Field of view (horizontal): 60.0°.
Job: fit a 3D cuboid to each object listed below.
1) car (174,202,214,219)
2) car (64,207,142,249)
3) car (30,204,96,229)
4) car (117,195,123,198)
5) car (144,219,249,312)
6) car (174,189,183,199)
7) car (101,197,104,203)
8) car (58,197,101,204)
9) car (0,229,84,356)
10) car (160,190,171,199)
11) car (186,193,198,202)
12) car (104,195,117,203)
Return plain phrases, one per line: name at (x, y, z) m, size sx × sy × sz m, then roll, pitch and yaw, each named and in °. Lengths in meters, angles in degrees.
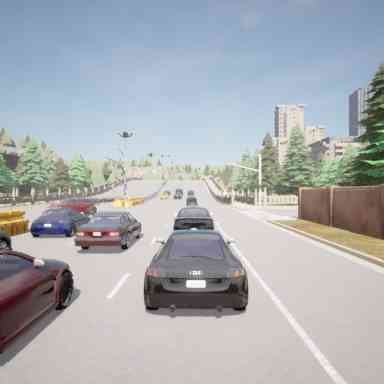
car at (0.084, 1.478, 16.770) m, size 1.882 × 1.535 × 5.008 m, roll 0°, pitch 0°, yaw 0°
car at (-3.408, 1.547, 14.412) m, size 2.033 × 1.411 × 5.357 m, roll 0°, pitch 0°, yaw 0°
car at (-6.918, 1.564, 17.972) m, size 1.994 × 1.385 × 4.181 m, roll 0°, pitch 0°, yaw 0°
car at (-17.640, 1.477, 78.954) m, size 1.895 × 1.301 × 4.718 m, roll 0°, pitch 1°, yaw 0°
car at (0.088, 1.564, 7.780) m, size 1.994 × 1.385 × 4.181 m, roll 0°, pitch 0°, yaw 1°
car at (-3.692, 0.903, 86.930) m, size 2.097 × 1.767 × 4.553 m, roll 0°, pitch 3°, yaw 0°
car at (-17.617, 1.564, 58.642) m, size 1.994 × 1.385 × 4.181 m, roll 0°, pitch 0°, yaw 0°
car at (-11.317, 1.352, 30.962) m, size 2.097 × 1.767 × 4.553 m, roll 0°, pitch 0°, yaw 41°
car at (-3.410, 1.564, 5.163) m, size 1.994 × 1.385 × 4.181 m, roll 0°, pitch 0°, yaw 0°
car at (-7.192, 1.024, 86.944) m, size 1.882 × 1.535 × 5.008 m, roll 0°, pitch 3°, yaw 0°
car at (0.000, 1.506, 59.366) m, size 1.837 × 1.490 × 4.892 m, roll 0°, pitch 0°, yaw 0°
car at (-17.577, 1.594, 68.712) m, size 1.895 × 1.301 × 4.718 m, roll 0°, pitch 0°, yaw 0°
